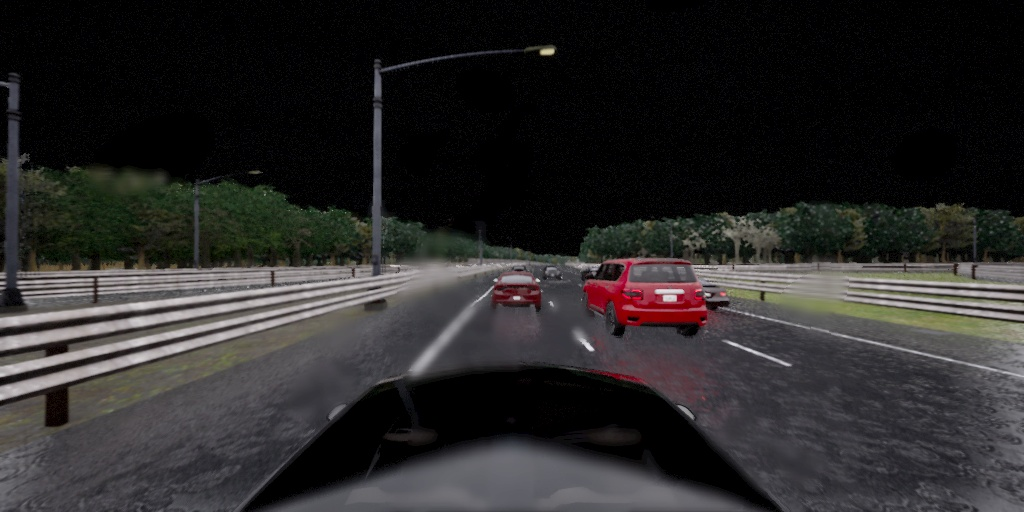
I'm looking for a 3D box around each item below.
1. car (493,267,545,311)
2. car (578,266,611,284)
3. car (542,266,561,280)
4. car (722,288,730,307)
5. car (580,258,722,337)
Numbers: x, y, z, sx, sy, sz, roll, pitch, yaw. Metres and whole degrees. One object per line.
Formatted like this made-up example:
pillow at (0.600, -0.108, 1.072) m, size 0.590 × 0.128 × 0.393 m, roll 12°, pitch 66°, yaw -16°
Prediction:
car at (0.208, 1.436, 15.665) m, size 1.882 × 1.535 × 5.008 m, roll 0°, pitch -1°, yaw 1°
car at (7.601, 1.728, 33.549) m, size 2.128 × 1.511 × 4.902 m, roll 0°, pitch -1°, yaw 2°
car at (4.296, 1.851, 39.493) m, size 1.812 × 1.442 × 4.674 m, roll 0°, pitch -1°, yaw 2°
car at (7.205, 1.510, 15.681) m, size 2.033 × 1.411 × 5.357 m, roll 0°, pitch -1°, yaw 1°
car at (3.654, 1.110, 10.929) m, size 2.150 × 2.045 × 5.566 m, roll 0°, pitch -1°, yaw 0°
